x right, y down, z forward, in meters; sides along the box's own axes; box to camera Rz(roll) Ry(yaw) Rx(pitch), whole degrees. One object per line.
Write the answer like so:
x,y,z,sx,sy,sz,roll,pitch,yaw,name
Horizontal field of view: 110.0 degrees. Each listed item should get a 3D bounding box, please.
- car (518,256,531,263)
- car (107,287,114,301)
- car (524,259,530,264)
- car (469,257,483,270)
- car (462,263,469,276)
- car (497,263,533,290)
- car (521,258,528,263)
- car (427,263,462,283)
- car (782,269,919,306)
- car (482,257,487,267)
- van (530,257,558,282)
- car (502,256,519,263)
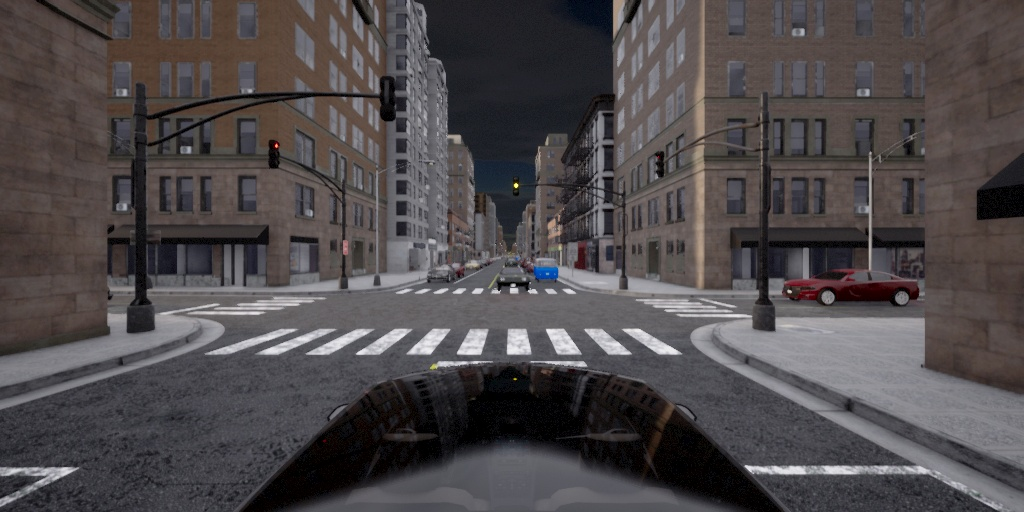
2.531,1.036,56.390,2.192,1.841,5.009,0,0,0,car
-17.752,1.194,12.788,5.357,1.411,2.033,0,0,0,car
2.564,1.317,39.345,1.802,1.307,4.207,0,0,0,car
-5.483,1.253,50.517,1.751,1.417,4.829,0,0,0,car
-5.450,1.283,33.640,1.888,1.381,4.507,0,0,0,car
0.066,1.344,22.400,1.895,1.301,4.718,0,0,0,car
2.542,1.309,50.709,1.802,1.307,4.207,0,0,0,car
-5.439,1.290,27.959,2.007,1.370,4.403,0,0,0,car
14.788,1.321,15.848,5.008,1.535,1.882,0,0,1,car
-5.494,1.287,56.369,1.948,1.339,4.313,0,0,0,car
2.586,1.080,27.983,1.690,1.789,3.998,0,0,0,van
-0.109,1.072,57.660,2.097,1.767,4.553,0,0,0,car
